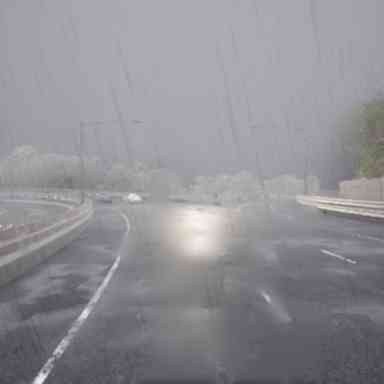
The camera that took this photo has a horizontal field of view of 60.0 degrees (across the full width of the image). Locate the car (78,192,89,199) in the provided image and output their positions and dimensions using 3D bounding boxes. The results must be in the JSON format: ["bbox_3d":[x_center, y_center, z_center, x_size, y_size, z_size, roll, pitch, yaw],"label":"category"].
[{"bbox_3d":[-26.551,0.813,79.811,4.902,1.511,2.128,0,1,45],"label":"car"}]

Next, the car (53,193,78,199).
[{"bbox_3d":[-29.593,0.878,77.883,5.357,1.411,2.033,0,1,42],"label":"car"}]

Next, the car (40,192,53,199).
[{"bbox_3d":[-33.530,0.864,76.783,5.008,1.535,1.882,0,1,42],"label":"car"}]

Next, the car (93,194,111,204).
[{"bbox_3d":[-14.081,1.068,52.165,1.994,1.385,4.181,-1,1,-30],"label":"car"}]

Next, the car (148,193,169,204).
[{"bbox_3d":[-5.063,0.925,50.139,1.882,1.535,5.008,-1,1,-26],"label":"car"}]

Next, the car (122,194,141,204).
[{"bbox_3d":[-9.129,1.007,50.391,1.812,1.442,4.674,-1,1,-28],"label":"car"}]
